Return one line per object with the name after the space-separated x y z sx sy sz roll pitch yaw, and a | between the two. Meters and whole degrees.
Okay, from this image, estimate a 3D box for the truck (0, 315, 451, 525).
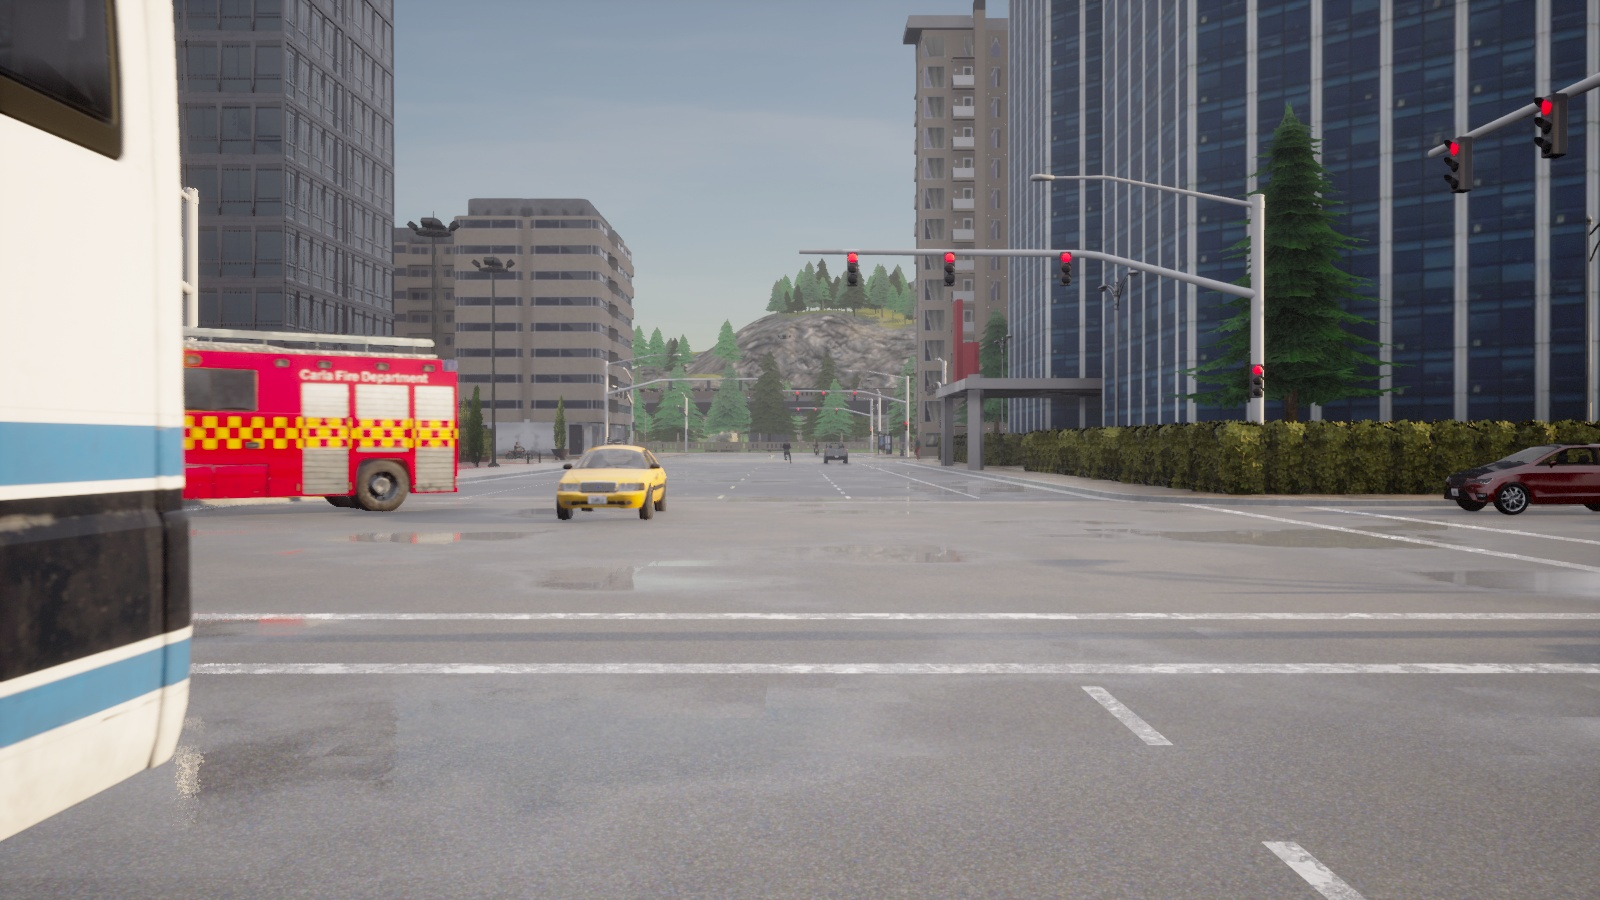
-12.024 -0.578 26.539 8.468 3.827 2.891 0 1 -36 | truck

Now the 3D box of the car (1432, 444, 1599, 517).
15.923 0.623 26.546 4.193 1.474 1.816 0 0 0 | car

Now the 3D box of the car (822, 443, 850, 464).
2.553 0.252 90.334 1.845 1.501 3.633 0 0 -1 | car

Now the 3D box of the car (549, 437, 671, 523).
-3.782 0.536 25.865 1.801 1.575 5.366 0 0 -1 | car
